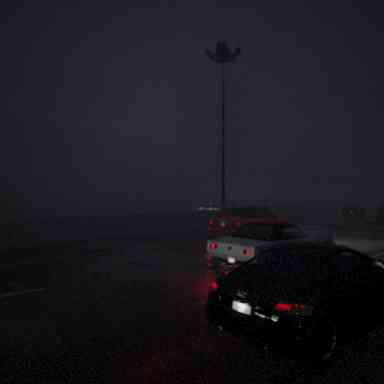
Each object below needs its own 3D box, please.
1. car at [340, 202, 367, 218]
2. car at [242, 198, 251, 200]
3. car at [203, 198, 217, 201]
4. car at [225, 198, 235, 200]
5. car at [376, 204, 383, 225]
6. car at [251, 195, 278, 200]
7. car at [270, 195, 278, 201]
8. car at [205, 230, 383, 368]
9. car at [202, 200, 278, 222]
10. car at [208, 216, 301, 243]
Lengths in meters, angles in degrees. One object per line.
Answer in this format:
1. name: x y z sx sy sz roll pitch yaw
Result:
1. car: 15.771 1.681 32.384 1.812 1.442 4.674 0 0 31
2. car: 8.158 1.704 49.034 1.882 1.535 5.008 0 0 21
3. car: 2.986 1.758 55.341 1.837 1.490 4.892 0 0 17
4. car: 6.034 1.737 53.442 2.128 1.511 4.902 0 0 18
5. car: 15.012 1.598 24.802 1.882 1.535 5.008 0 0 35
6. car: 9.771 1.556 43.976 2.097 1.767 4.553 0 0 24
7. car: 20.567 1.483 83.858 1.882 1.535 5.008 0 0 13
8. car: 2.241 1.593 5.923 4.181 1.385 1.994 0 0 -39
9. car: 2.887 1.426 15.896 4.553 1.767 2.097 0 0 -43
10. car: 2.777 1.652 10.900 4.718 1.301 1.895 0 0 -42
